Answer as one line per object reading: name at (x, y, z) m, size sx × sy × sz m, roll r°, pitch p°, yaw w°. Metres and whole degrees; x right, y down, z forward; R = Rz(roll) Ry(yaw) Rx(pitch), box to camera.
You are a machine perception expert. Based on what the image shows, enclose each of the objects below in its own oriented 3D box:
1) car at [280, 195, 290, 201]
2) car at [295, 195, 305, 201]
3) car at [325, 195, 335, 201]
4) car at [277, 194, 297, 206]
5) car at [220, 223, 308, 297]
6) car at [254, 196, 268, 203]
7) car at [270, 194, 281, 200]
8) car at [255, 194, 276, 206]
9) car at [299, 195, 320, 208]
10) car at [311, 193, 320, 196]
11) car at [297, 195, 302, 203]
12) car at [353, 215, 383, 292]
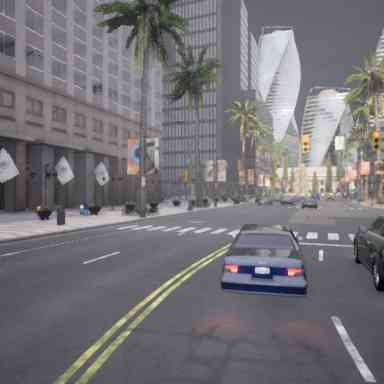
car at (23.461, 1.470, 83.557) m, size 1.882 × 1.535 × 5.008 m, roll 0°, pitch 0°, yaw 22°
car at (26.827, 1.532, 82.554) m, size 2.033 × 1.411 × 5.357 m, roll 0°, pitch 0°, yaw 22°
car at (34.270, 1.583, 82.389) m, size 1.895 × 1.301 × 4.718 m, roll 0°, pitch 0°, yaw 21°
car at (15.448, 1.473, 53.943) m, size 1.882 × 1.535 × 5.008 m, roll 0°, pitch 0°, yaw 22°
car at (1.946, 1.547, 8.787) m, size 2.033 × 1.411 × 5.357 m, roll 0°, pitch 0°, yaw 14°
car at (14.451, 1.507, 69.450) m, size 2.161 × 1.482 × 4.786 m, roll 0°, pitch 0°, yaw 21°
car at (22.554, 1.346, 89.830) m, size 2.185 × 1.767 × 4.553 m, roll 0°, pitch 0°, yaw 21°
car at (12.092, 1.487, 54.972) m, size 2.128 × 1.511 × 4.902 m, roll 0°, pitch 0°, yaw 22°
car at (16.893, 1.560, 47.566) m, size 1.994 × 1.385 × 4.181 m, roll 0°, pitch 0°, yaw 21°
car at (30.884, 1.217, 83.331) m, size 2.150 × 2.045 × 5.566 m, roll 0°, pitch 0°, yaw 21°
car at (21.105, 1.494, 68.087) m, size 1.837 × 1.490 × 4.892 m, roll 0°, pitch 0°, yaw 21°
car at (5.661, 1.351, 8.755) m, size 2.097 × 1.767 × 4.553 m, roll 0°, pitch 0°, yaw 18°
